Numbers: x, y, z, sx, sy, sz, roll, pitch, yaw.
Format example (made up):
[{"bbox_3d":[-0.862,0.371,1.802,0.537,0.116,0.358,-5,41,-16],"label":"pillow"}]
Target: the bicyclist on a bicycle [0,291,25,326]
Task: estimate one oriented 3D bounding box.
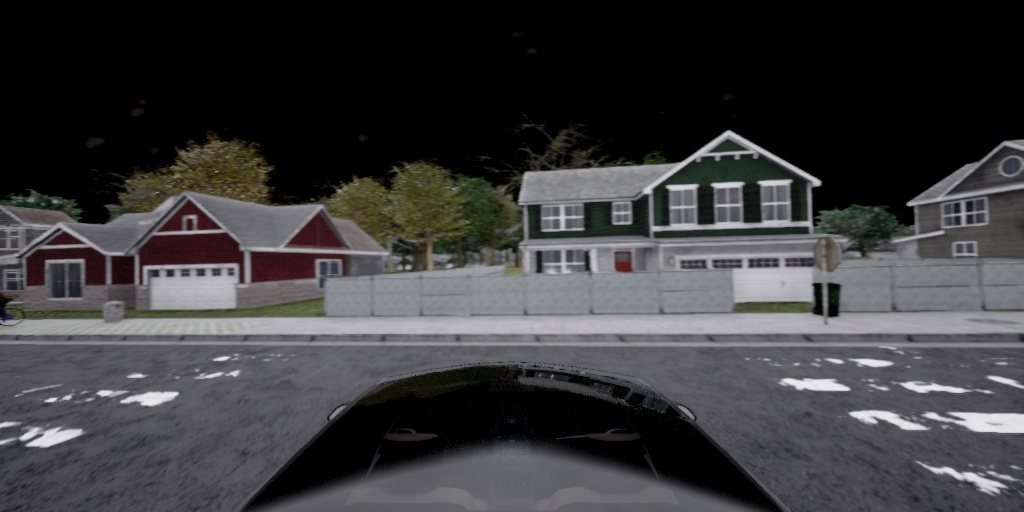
[{"bbox_3d":[-18.458,1.778,12.685,0.582,1.620,1.656,-2,-1,8],"label":"bicyclist on a bicycle"}]
